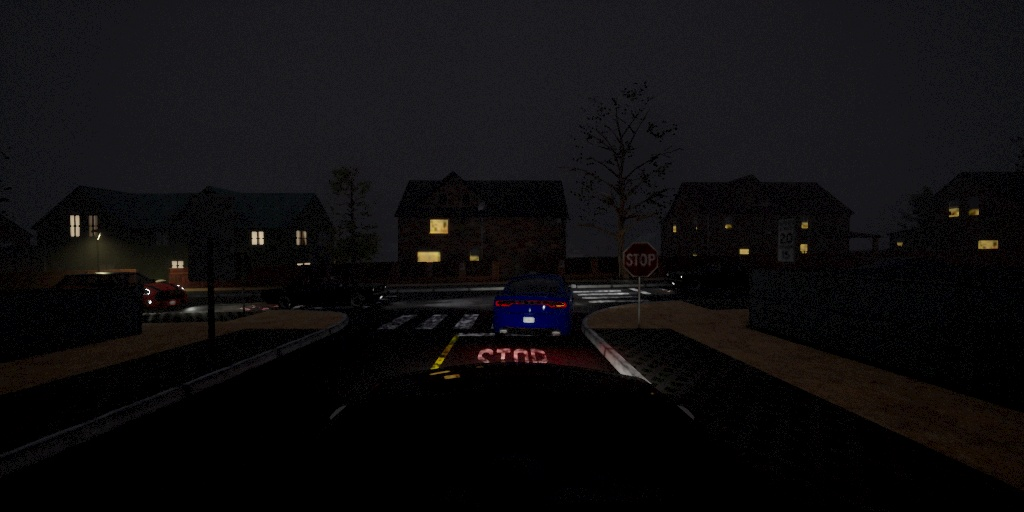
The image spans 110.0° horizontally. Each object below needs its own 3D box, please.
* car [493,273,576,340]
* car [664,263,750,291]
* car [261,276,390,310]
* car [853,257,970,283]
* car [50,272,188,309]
[{"bbox_3d":[0.784,1.226,10.165,1.882,1.535,5.008,0,0,10],"label":"car"},{"bbox_3d":[10.406,1.034,18.303,4.718,1.301,1.895,-1,1,-1],"label":"car"},{"bbox_3d":[-7.815,1.506,15.371,4.718,1.301,1.895,-1,1,0],"label":"car"},{"bbox_3d":[20.051,0.753,18.342,5.357,1.411,2.033,-1,1,0],"label":"car"},{"bbox_3d":[-16.803,1.472,15.360,4.553,1.767,2.097,-1,1,0],"label":"car"}]
